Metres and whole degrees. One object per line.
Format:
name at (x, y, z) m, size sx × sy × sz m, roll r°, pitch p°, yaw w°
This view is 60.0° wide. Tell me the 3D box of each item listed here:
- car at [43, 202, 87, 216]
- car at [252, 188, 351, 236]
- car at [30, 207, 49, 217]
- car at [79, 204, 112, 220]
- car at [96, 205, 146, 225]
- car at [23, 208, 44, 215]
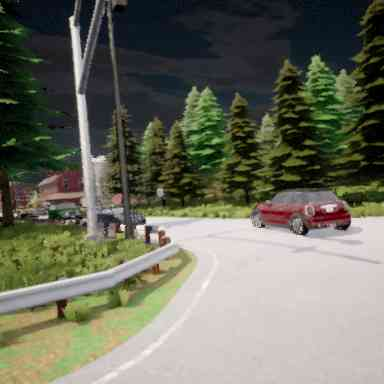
car at (-12.284, 2.013, 32.127) m, size 2.150 × 2.045 × 5.566 m, roll -5°, pitch 0°, yaw -35°
car at (4.282, 0.665, 13.923) m, size 2.097 × 1.767 × 4.553 m, roll -5°, pitch 1°, yaw -17°
car at (-27.387, 3.658, 59.701) m, size 2.128 × 1.511 × 4.902 m, roll -5°, pitch 0°, yaw -36°
car at (-10.549, 2.167, 36.078) m, size 1.812 × 1.442 × 4.674 m, roll -5°, pitch 0°, yaw -36°
car at (-4.694, 1.630, 21.538) m, size 1.812 × 1.442 × 4.674 m, roll -5°, pitch 0°, yaw -36°
car at (-23.413, 3.356, 47.949) m, size 2.033 × 1.411 × 5.357 m, roll -5°, pitch 0°, yaw -36°
